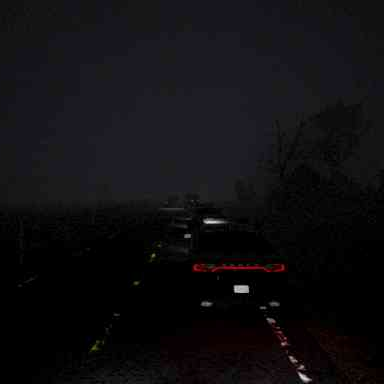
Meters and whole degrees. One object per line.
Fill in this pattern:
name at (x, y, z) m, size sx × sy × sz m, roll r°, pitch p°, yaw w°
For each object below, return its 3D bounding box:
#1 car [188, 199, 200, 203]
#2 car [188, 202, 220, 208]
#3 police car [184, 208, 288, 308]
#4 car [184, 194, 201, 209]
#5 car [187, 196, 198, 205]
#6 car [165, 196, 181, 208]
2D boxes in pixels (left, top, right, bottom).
car at (0.844, 1.511, 24.055) m, size 1.837 × 1.490 × 4.892 m, roll 0°, pitch 0°, yaw 0°
car at (0.839, 1.509, 18.055) m, size 1.837 × 1.490 × 4.892 m, roll 0°, pitch 0°, yaw 0°
police car at (0.832, 1.426, 8.165) m, size 1.930 × 1.638 × 5.238 m, roll 0°, pitch 0°, yaw 0°
car at (0.073, 1.251, 45.948) m, size 2.150 × 2.045 × 5.566 m, roll 0°, pitch 0°, yaw 1°
car at (0.047, 1.534, 60.562) m, size 1.882 × 1.535 × 5.008 m, roll 0°, pitch 0°, yaw 0°
car at (-2.714, 1.384, 48.023) m, size 2.097 × 1.767 × 4.553 m, roll 0°, pitch 0°, yaw 0°
